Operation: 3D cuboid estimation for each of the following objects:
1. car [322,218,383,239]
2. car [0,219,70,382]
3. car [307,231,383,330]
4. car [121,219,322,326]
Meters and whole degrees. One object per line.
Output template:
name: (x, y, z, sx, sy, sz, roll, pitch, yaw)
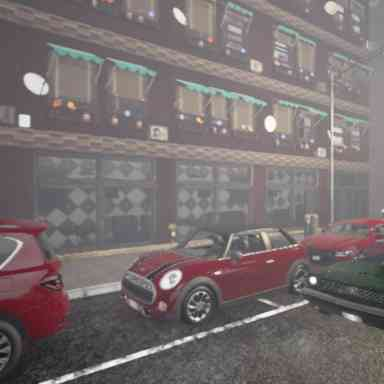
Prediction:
car: (5.184, 1.521, 10.256, 4.507, 1.381, 1.887, 0, 0, -35)
car: (-3.994, 1.318, 3.708, 5.009, 1.841, 2.192, 0, 0, -35)
car: (4.229, 1.585, 6.310, 4.718, 1.301, 1.895, 0, 0, -35)
car: (0.594, 1.430, 6.982, 4.097, 1.590, 1.967, 0, 0, -35)
